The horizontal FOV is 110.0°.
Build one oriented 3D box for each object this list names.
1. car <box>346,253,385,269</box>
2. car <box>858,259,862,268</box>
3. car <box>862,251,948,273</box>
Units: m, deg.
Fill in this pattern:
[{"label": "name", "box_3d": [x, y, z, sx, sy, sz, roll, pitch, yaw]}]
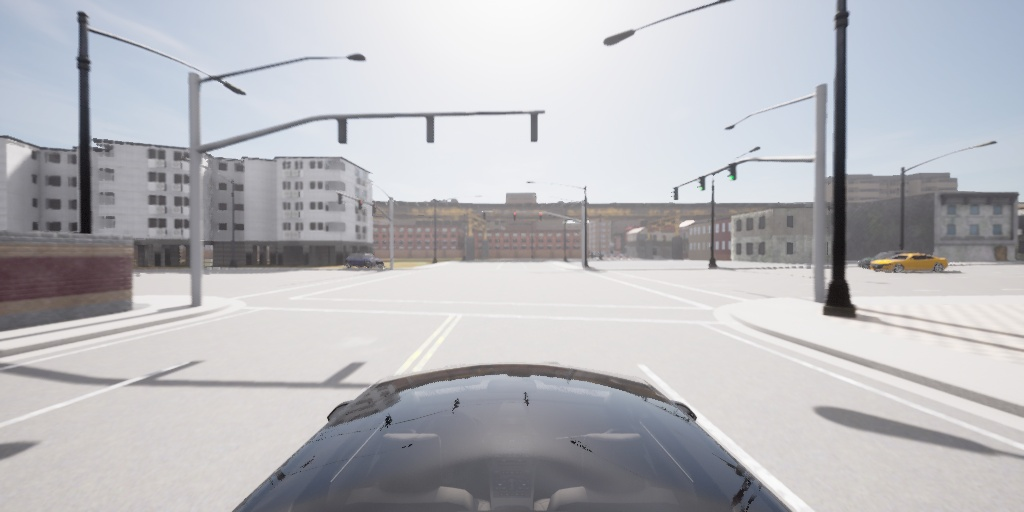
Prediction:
[{"label": "car", "box_3d": [-16.909, 0.468, 41.310, 4.553, 1.767, 2.097, 1, 1, 25]}, {"label": "car", "box_3d": [34.452, 0.350, 32.605, 4.553, 1.767, 2.097, -1, 1, 1]}, {"label": "car", "box_3d": [32.155, 0.555, 29.164, 5.008, 1.535, 1.882, -1, 1, 1]}]
